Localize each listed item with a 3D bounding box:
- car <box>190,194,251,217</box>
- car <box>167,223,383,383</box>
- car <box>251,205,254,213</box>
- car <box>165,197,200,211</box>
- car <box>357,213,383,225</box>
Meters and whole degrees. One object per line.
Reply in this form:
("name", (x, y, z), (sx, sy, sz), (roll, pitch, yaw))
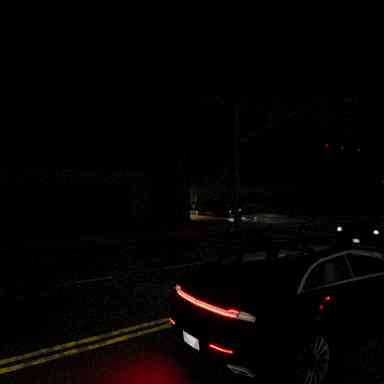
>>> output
("car", (2.546, 1.221, 31.277), (2.150, 2.045, 5.566), (0, 0, -36))
("car", (1.964, 1.492, 5.231), (4.902, 1.511, 2.128), (0, 0, -35))
("car", (4.264, 1.478, 34.820), (1.882, 1.535, 5.008), (0, 0, -37))
("car", (-1.274, 1.491, 42.241), (2.128, 1.511, 4.902), (0, 0, -37))
("car", (8.212, 1.601, 14.377), (4.718, 1.301, 1.895), (0, 0, -37))
